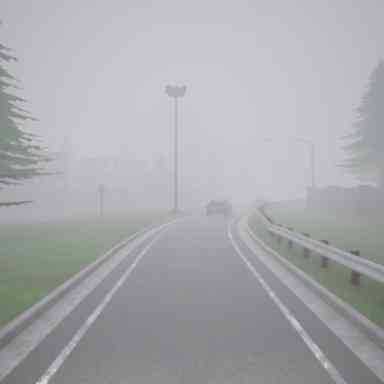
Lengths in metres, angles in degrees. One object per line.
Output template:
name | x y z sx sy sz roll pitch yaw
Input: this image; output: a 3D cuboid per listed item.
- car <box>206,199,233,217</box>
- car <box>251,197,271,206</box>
car | 2.567 1.378 30.042 2.128 1.511 4.902 0 0 14
car | 10.165 1.378 48.715 1.994 1.385 4.181 0 0 27
